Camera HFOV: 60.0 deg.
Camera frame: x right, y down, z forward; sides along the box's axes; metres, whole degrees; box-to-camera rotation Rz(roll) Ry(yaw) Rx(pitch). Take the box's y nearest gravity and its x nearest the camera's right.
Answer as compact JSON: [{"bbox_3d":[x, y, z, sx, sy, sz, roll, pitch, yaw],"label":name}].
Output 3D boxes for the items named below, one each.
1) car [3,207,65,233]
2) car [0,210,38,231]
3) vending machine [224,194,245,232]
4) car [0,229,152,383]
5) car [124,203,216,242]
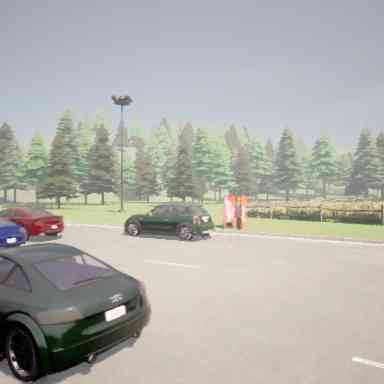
[{"bbox_3d":[-8.627,1.477,16.549,5.008,1.535,1.882,0,0,26],"label":"car"},{"bbox_3d":[-8.289,1.526,12.506,4.674,1.442,1.812,0,0,26],"label":"car"},{"bbox_3d":[2.499,1.195,19.379,0.880,2.100,1.100,0,0,30],"label":"vending machine"},{"bbox_3d":[-2.707,1.564,5.445,4.181,1.385,1.994,0,0,32],"label":"car"},{"bbox_3d":[-1.193,1.351,16.651,4.553,1.767,2.097,0,0,29],"label":"car"}]
